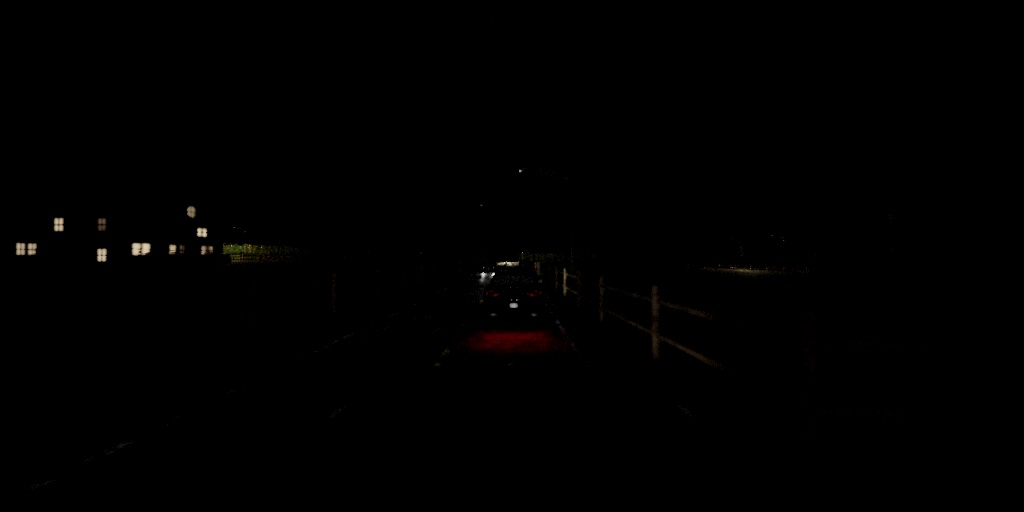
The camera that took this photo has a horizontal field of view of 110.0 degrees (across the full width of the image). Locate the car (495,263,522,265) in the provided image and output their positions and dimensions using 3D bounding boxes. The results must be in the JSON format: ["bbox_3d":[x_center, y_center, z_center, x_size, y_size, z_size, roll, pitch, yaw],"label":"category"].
[{"bbox_3d":[0.076,1.283,27.829,2.128,1.511,4.902,0,0,0],"label":"car"}]

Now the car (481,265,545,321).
[{"bbox_3d":[0.072,1.244,12.525,1.882,1.535,5.008,0,0,1],"label":"car"}]

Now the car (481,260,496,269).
[{"bbox_3d":[-2.829,1.328,45.668,1.837,1.490,4.892,0,0,0],"label":"car"}]
